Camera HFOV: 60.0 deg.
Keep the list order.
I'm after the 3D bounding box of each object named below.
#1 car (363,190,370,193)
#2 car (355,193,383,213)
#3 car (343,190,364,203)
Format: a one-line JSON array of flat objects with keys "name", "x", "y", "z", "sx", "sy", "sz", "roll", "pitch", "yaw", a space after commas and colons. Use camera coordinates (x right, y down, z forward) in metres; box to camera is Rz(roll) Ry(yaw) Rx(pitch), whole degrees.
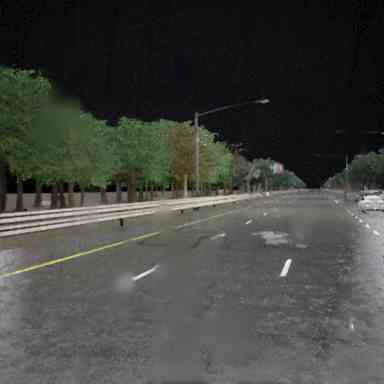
[{"name": "car", "x": 38.026, "y": 0.432, "z": 73.534, "sx": 1.837, "sy": 1.490, "sz": 4.892, "roll": 0, "pitch": 1, "yaw": 42}, {"name": "car", "x": 15.951, "y": 1.098, "z": 29.577, "sx": 1.812, "sy": 1.442, "sz": 4.674, "roll": -1, "pitch": 0, "yaw": 21}, {"name": "car", "x": 22.868, "y": 0.823, "z": 47.698, "sx": 2.128, "sy": 1.511, "sz": 4.902, "roll": -1, "pitch": 0, "yaw": 22}]
